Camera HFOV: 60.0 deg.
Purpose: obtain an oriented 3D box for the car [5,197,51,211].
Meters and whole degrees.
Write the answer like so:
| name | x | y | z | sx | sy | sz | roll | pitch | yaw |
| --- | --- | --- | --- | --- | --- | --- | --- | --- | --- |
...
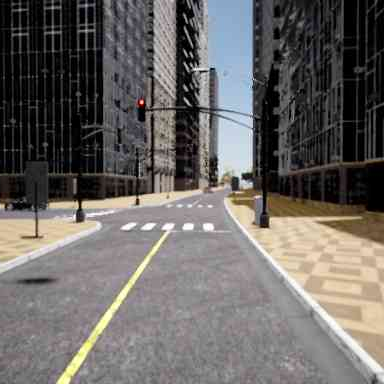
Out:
| name | x | y | z | sx | sy | sz | roll | pitch | yaw |
| --- | --- | --- | --- | --- | --- | --- | --- | --- | --- |
| car | -16.098 | 1.124 | 32.558 | 4.403 | 1.369 | 2.008 | -1 | 2 | 10 |

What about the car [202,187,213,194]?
| name | x | y | z | sx | sy | sz | roll | pitch | yaw |
| --- | --- | --- | --- | --- | --- | --- | --- | --- | --- |
| car | 3.618 | -0.449 | 77.808 | 2.097 | 1.767 | 4.553 | 0 | 1 | 9 |
